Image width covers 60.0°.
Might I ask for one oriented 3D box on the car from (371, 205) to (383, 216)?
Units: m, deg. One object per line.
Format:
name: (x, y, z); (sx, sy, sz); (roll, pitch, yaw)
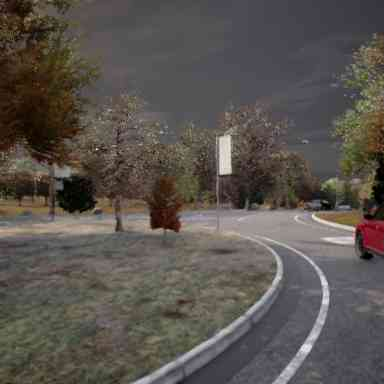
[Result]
car: (38.740, 3.839, 68.485); (2.150, 2.045, 5.566); (-1, -5, 41)

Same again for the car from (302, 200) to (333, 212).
car: (16.344, 1.723, 42.263); (2.128, 1.511, 4.902); (0, -3, 40)

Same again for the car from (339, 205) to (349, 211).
car: (28.121, 3.201, 61.550); (1.837, 1.490, 4.892); (0, -5, 41)

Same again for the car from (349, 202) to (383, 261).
car: (6.228, 1.175, 9.071); (2.150, 2.045, 5.566); (-1, 0, 12)
